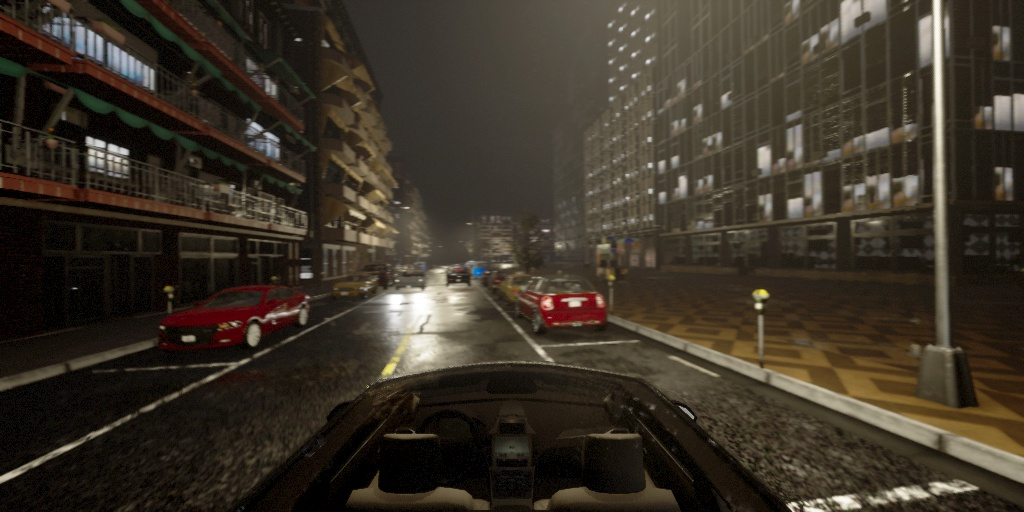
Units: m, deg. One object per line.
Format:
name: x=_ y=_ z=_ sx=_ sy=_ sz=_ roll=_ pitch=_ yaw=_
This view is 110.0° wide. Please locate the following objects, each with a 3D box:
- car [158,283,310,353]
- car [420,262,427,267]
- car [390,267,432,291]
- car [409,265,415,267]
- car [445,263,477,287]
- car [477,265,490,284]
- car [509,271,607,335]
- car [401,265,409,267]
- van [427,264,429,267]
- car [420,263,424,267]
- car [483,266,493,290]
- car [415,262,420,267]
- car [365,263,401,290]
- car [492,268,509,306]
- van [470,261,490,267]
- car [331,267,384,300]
car: x=-6.985 y=1.473 z=9.561 sx=1.888 sy=1.381 sz=4.507 roll=0 pitch=0 yaw=-9
car: x=-14.176 y=1.995 z=53.181 sx=1.888 sy=1.381 sz=4.507 roll=0 pitch=0 yaw=-9
car: x=-6.875 y=1.666 z=24.898 sx=1.895 sy=1.301 sz=4.718 roll=-1 pitch=-1 yaw=-9
car: x=-11.479 y=1.799 z=36.824 sx=2.007 sy=1.370 sz=4.403 roll=0 pitch=0 yaw=-9
car: x=-4.159 y=1.542 z=27.834 sx=2.128 sy=1.511 sz=4.902 roll=-1 pitch=-1 yaw=-9
car: x=-1.414 y=1.585 z=27.282 sx=1.802 sy=1.307 sz=4.207 roll=0 pitch=0 yaw=-9
car: x=1.283 y=1.252 z=10.924 sx=1.967 sy=1.591 sz=4.097 roll=0 pitch=0 yaw=-9
car: x=-10.580 y=1.733 z=31.372 sx=2.007 sy=1.370 sz=4.403 roll=0 pitch=0 yaw=-9
van: x=-15.075 y=1.859 z=58.635 sx=1.690 sy=1.789 sz=3.998 roll=0 pitch=0 yaw=-9
car: x=-13.277 y=1.947 z=47.729 sx=1.948 sy=1.339 sz=4.313 roll=0 pitch=0 yaw=-9
car: x=-0.515 y=1.521 z=21.831 sx=1.802 sy=1.307 sz=4.207 roll=0 pitch=0 yaw=-9
car: x=-12.378 y=1.754 z=42.276 sx=1.967 sy=1.591 sz=4.097 roll=0 pitch=0 yaw=-9
car: x=-9.682 y=1.433 z=25.918 sx=2.192 sy=1.841 sz=5.009 roll=0 pitch=0 yaw=-9
car: x=0.356 y=1.401 z=16.545 sx=1.751 sy=1.417 sz=4.829 roll=0 pitch=0 yaw=-9
van: x=-3.211 y=1.474 z=38.188 sx=1.690 sy=1.789 sz=3.998 roll=0 pitch=0 yaw=-9
car: x=-8.756 y=1.580 z=20.299 sx=1.751 sy=1.417 sz=4.829 roll=0 pitch=0 yaw=-9
